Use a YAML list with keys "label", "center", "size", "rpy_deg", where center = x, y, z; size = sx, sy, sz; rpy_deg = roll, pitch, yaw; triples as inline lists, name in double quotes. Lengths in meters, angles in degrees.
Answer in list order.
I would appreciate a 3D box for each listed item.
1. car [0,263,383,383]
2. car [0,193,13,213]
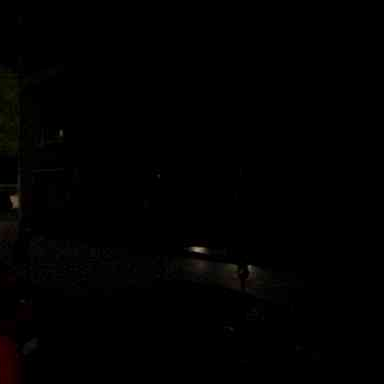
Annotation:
- label: "car"
  center: [-0.354, 1.543, 3.060]
  size: [4.507, 1.381, 1.887]
  rpy_deg: [0, 0, 35]
- label: "car"
  center: [-20.857, 1.088, 32.955]
  size: [2.150, 2.045, 5.566]
  rpy_deg: [0, 1, 35]
